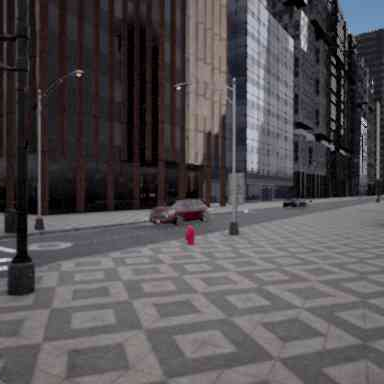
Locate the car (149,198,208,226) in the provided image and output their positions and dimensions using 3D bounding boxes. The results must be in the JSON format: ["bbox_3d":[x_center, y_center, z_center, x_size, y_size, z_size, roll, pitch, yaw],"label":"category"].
[{"bbox_3d":[-0.830,1.244,22.681,2.097,1.767,4.553,0,0,35],"label":"car"}]

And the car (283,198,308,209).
[{"bbox_3d":[13.081,1.438,42.053,1.895,1.301,4.718,0,0,36],"label":"car"}]
